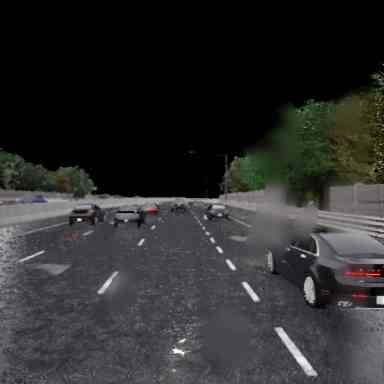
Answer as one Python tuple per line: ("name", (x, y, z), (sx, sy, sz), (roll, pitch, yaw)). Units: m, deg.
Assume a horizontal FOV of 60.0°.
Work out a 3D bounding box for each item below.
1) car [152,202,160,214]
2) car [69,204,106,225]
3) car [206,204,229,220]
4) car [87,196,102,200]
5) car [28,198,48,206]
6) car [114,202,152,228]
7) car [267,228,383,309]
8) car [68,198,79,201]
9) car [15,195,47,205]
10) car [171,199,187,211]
("car", (-4.955, 1.884, 39.802), (1.994, 1.385, 4.181), (1, 0, -2))
("car", (-7.924, 1.678, 25.546), (1.837, 1.490, 4.892), (1, 0, -2))
("car", (2.361, 1.860, 31.459), (1.812, 1.442, 4.674), (1, 0, -2))
("car", (-20.146, 1.816, 68.607), (2.150, 2.045, 5.566), (1, -1, -2))
("car", (-30.564, 1.931, 66.156), (1.837, 1.490, 4.892), (1, -1, -2))
("car", (-4.371, 1.692, 24.160), (2.128, 1.511, 4.902), (1, -1, -2))
("car", (3.237, 1.636, 8.143), (1.837, 1.490, 4.892), (1, -1, -2))
("car", (-27.465, 2.216, 76.851), (1.812, 1.442, 4.674), (1, -1, -2))
("car", (-22.939, 1.424, 47.416), (2.150, 2.045, 5.566), (1, -1, -2))
("car", (-1.842, 1.788, 47.508), (2.097, 1.767, 4.553), (1, 0, -2))
